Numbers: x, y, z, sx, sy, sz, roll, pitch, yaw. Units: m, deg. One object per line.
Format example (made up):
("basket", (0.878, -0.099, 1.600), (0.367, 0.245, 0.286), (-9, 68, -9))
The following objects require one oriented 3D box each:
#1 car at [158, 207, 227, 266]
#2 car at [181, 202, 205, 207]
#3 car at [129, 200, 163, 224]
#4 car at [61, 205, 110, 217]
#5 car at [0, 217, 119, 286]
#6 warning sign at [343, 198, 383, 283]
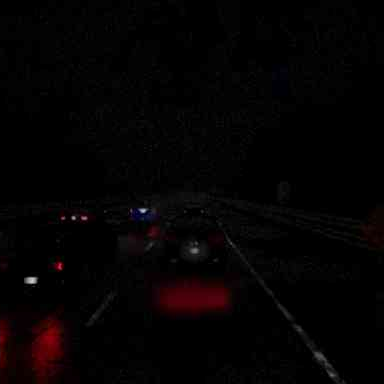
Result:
("car", (0.077, 1.494, 11.575), (1.882, 1.535, 5.008), (0, -1, 0))
("car", (0.074, 1.561, 26.640), (1.812, 1.442, 4.674), (0, 0, 0))
("car", (-3.432, 1.385, 25.436), (2.097, 1.767, 4.553), (0, 0, 0))
("car", (-6.956, 1.576, 22.086), (2.033, 1.411, 5.357), (0, 0, 0))
("car", (-3.436, 1.613, 9.362), (1.895, 1.301, 4.718), (0, 0, 0))
("warning sign", (4.578, 1.128, 8.027), (1.300, 1.860, 1.060), (2, 2, 0))
